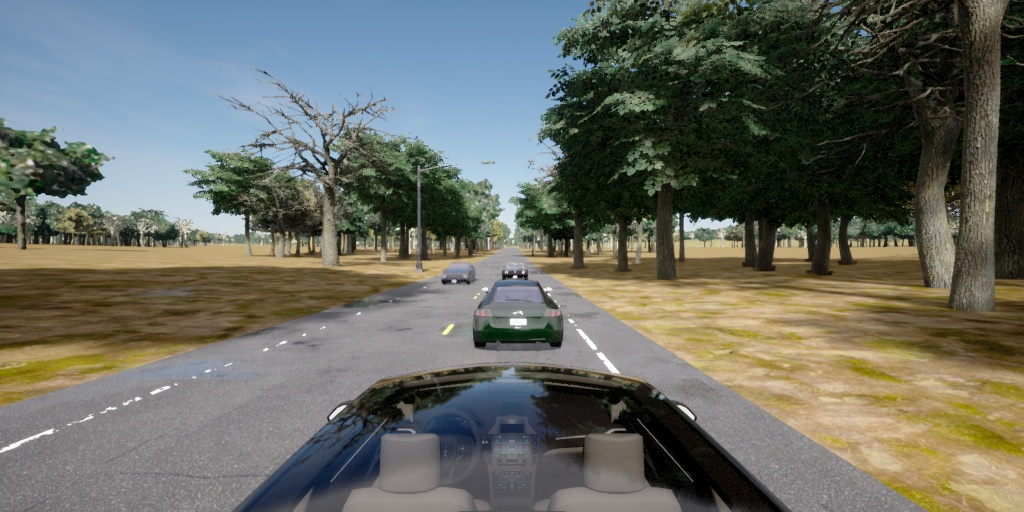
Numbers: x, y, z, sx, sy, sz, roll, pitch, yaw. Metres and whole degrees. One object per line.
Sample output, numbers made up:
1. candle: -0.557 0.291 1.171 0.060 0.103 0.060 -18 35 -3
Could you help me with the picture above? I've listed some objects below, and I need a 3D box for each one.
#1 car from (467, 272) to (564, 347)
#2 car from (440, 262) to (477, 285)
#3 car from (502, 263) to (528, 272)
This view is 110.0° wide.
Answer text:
1. car: 0.135 1.293 9.248 1.994 1.385 4.181 0 0 0
2. car: -3.488 1.133 24.427 2.033 1.411 5.357 0 1 0
3. car: 0.225 1.157 27.173 1.895 1.301 4.718 0 1 0
